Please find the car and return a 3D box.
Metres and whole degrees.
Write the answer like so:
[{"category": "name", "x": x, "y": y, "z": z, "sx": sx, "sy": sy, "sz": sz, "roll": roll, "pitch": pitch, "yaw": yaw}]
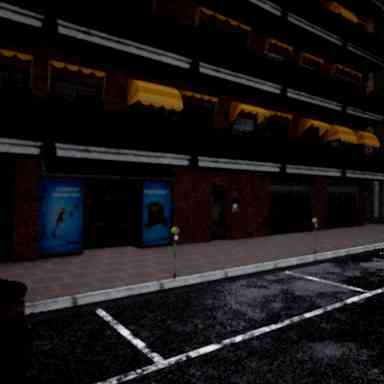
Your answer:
[{"category": "car", "x": -3.950, "y": 1.557, "z": 3.277, "sx": 4.313, "sy": 1.339, "sz": 1.947, "roll": 0, "pitch": 0, "yaw": -35}]
